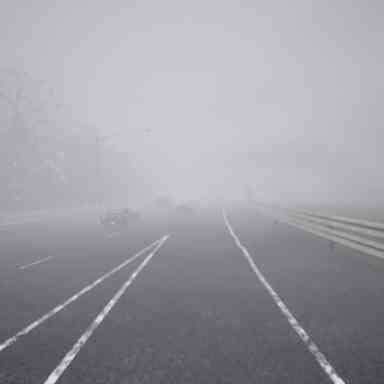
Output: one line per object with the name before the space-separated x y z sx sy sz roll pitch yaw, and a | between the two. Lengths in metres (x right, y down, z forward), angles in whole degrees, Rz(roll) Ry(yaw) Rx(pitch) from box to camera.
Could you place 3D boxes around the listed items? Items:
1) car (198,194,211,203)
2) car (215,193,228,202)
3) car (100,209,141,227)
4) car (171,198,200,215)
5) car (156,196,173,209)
car | 2.620 1.427 74.356 2.150 2.045 5.566 -3 0 12
car | 6.241 1.540 74.543 2.128 1.511 4.902 -3 0 12
car | -5.548 1.977 26.591 1.895 1.301 4.718 -3 0 8
car | -0.607 1.694 36.058 1.812 1.442 4.674 -3 0 9
car | -4.476 1.694 55.762 2.150 2.045 5.566 -3 0 10
